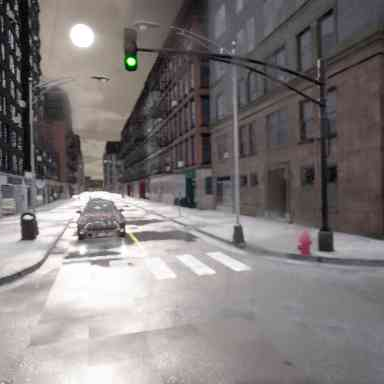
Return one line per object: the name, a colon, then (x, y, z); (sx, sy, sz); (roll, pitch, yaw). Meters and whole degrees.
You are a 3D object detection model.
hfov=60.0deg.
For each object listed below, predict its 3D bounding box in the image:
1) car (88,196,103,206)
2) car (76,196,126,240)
car: (-13.495, 1.211, 46.280); (1.895, 1.301, 4.718); (-2, 1, -17)
car: (-4.485, 1.209, 16.305); (2.097, 1.767, 4.553); (-2, 1, -17)
